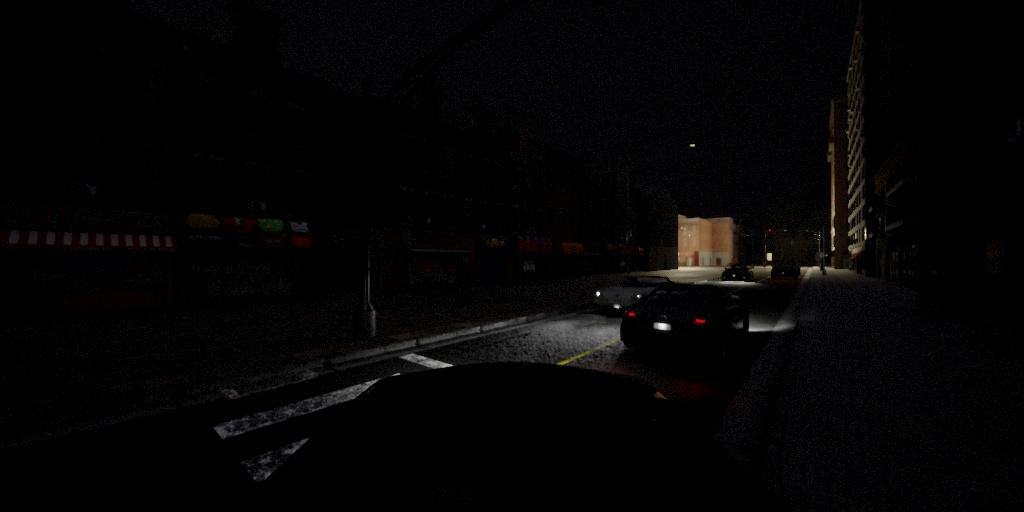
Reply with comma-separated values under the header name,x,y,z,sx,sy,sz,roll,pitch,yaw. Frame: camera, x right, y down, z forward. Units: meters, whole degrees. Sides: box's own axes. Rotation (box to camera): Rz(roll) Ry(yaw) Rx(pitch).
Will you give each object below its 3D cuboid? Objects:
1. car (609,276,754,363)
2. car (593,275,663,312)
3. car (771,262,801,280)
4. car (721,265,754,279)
name,x,y,z,sx,sy,sz,roll,pitch,yaw
car,4.206,1.343,8.473,1.994,1.385,4.181,0,0,40
car,4.965,1.413,13.788,1.895,1.301,4.718,0,0,40
car,25.896,1.406,34.038,1.882,1.535,5.008,0,-1,40
car,19.579,1.475,31.037,1.994,1.385,4.181,0,-1,41
